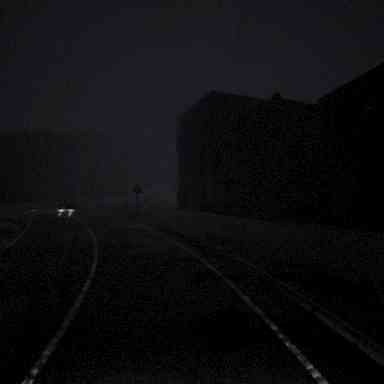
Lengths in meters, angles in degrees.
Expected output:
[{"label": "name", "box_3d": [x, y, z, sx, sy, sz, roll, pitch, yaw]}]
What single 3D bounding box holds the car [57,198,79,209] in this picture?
[{"label": "car", "box_3d": [-16.580, 1.542, 44.784, 2.033, 1.411, 5.357, 0, 1, -8]}]
